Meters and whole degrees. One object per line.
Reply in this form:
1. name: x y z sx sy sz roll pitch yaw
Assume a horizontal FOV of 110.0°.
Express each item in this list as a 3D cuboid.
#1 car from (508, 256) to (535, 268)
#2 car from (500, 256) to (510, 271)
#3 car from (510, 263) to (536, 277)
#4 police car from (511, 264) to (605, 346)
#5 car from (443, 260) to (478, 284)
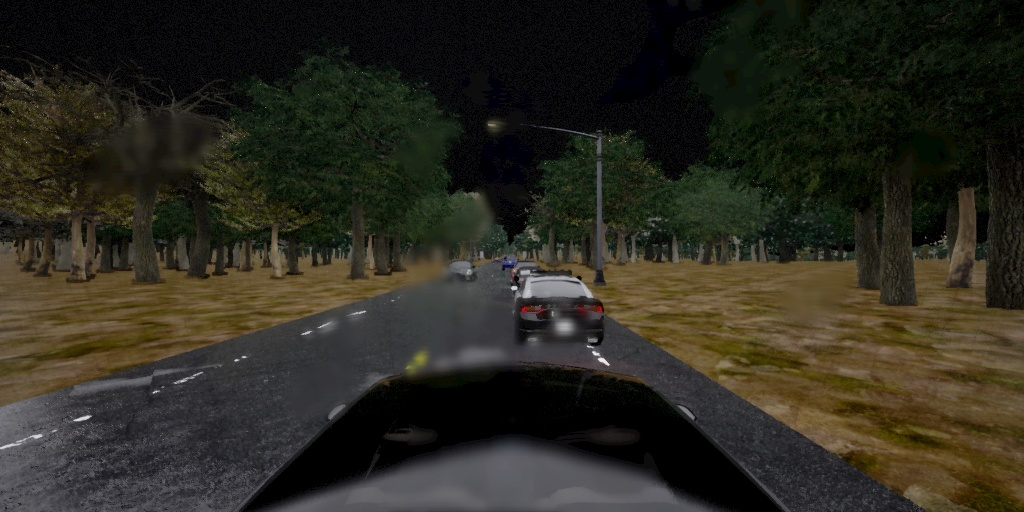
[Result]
1. car: 0.934 1.101 25.439 2.097 1.767 4.553 0 0 0
2. car: -0.206 0.952 49.465 2.150 2.045 5.566 0 0 0
3. car: 0.965 1.279 19.468 1.812 1.442 4.674 0 0 0
4. police car: 1.013 1.178 9.575 1.930 1.638 5.238 0 0 0
5. car: -3.720 1.101 26.443 2.097 1.767 4.553 0 0 0
